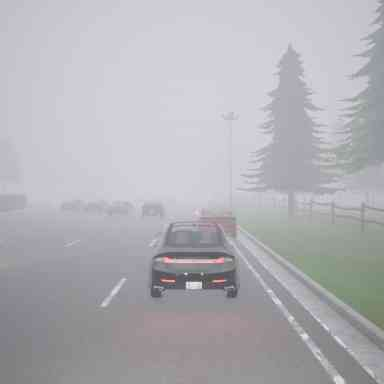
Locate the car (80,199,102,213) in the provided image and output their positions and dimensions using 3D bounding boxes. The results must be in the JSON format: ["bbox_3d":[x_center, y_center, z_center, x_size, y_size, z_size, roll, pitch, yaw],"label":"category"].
[{"bbox_3d":[-10.405,1.525,36.607,1.812,1.442,4.674,0,0,0],"label":"car"}]

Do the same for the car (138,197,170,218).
[{"bbox_3d":[-3.392,1.477,30.585,1.882,1.535,5.008,0,0,0],"label":"car"}]

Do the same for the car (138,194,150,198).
[{"bbox_3d":[-10.384,1.477,68.786,1.882,1.535,5.008,0,0,0],"label":"car"}]

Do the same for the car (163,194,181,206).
[{"bbox_3d":[-3.384,1.547,56.345,2.033,1.411,5.357,0,0,0],"label":"car"}]

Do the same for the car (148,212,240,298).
[{"bbox_3d":[0.054,1.492,8.498,2.128,1.511,4.902,0,0,0],"label":"car"}]

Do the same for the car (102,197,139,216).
[{"bbox_3d":[-6.893,1.547,32.655,2.033,1.411,5.357,0,0,0],"label":"car"}]

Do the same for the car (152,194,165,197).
[{"bbox_3d":[-6.953,1.597,72.218,1.895,1.301,4.718,0,0,0],"label":"car"}]

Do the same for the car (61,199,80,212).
[{"bbox_3d":[-13.904,1.525,39.139,1.812,1.442,4.674,0,0,0],"label":"car"}]

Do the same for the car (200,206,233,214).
[{"bbox_3d":[1.229,1.478,17.839,1.882,1.535,5.008,0,0,0],"label":"car"}]
